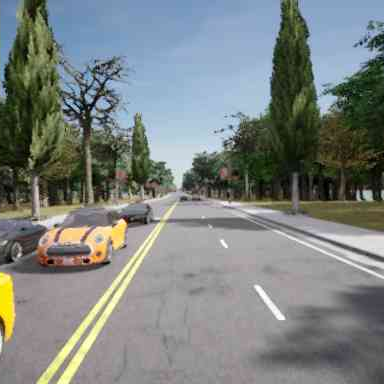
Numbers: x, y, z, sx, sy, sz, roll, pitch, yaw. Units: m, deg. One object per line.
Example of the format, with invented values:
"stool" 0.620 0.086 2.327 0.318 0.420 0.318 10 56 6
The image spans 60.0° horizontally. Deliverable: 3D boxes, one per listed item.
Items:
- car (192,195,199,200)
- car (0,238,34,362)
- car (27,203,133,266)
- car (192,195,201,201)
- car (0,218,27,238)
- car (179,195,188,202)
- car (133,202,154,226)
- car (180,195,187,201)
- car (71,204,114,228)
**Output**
"car" 0.970 1.563 92.815 1.812 1.442 4.674 -1 0 -1
"car" -3.361 1.542 2.601 1.882 1.535 5.008 -1 0 -2
"car" -3.596 1.394 11.736 2.097 1.767 4.553 -1 0 -1
"car" 1.222 1.587 82.804 1.812 1.442 4.674 -1 0 -1
"car" -6.854 1.677 12.294 1.994 1.385 4.181 -1 0 -1
"car" -2.016 1.631 82.312 1.837 1.490 4.892 -1 0 -1
"car" -3.887 1.500 23.914 1.882 1.535 5.008 -1 0 -1
"car" -2.279 1.611 92.733 1.837 1.490 4.892 -1 0 -1
"car" -7.148 1.658 24.283 1.994 1.385 4.181 -1 0 -2
